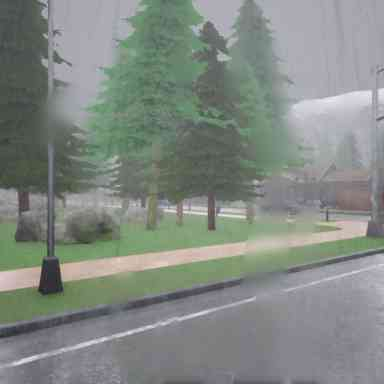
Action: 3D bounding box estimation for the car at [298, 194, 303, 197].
[{"bbox_3d":[14.856,1.161,44.179,3.866,1.878,1.905,0,0,-37],"label":"car"}]

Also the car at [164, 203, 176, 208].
[{"bbox_3d":[-4.289,1.463,48.660,1.882,1.535,5.008,0,0,-38],"label":"car"}]

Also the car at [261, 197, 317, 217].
[{"bbox_3d":[8.732,1.476,31.452,2.128,1.511,4.902,0,0,-37],"label":"car"}]

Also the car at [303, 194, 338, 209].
[{"bbox_3d":[16.682,1.159,42.408,4.605,1.855,1.932,0,0,-37],"label":"car"}]
